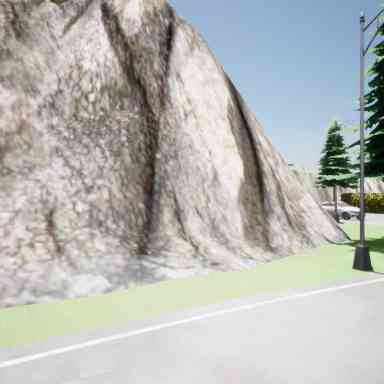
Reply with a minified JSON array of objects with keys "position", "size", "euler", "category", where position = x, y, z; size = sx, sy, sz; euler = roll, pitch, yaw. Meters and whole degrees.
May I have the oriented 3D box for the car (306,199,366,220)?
[{"position":[12.314,1.526,28.216],"size":[1.812,1.442,4.674],"euler":[0,0,-26],"category":"car"}]
